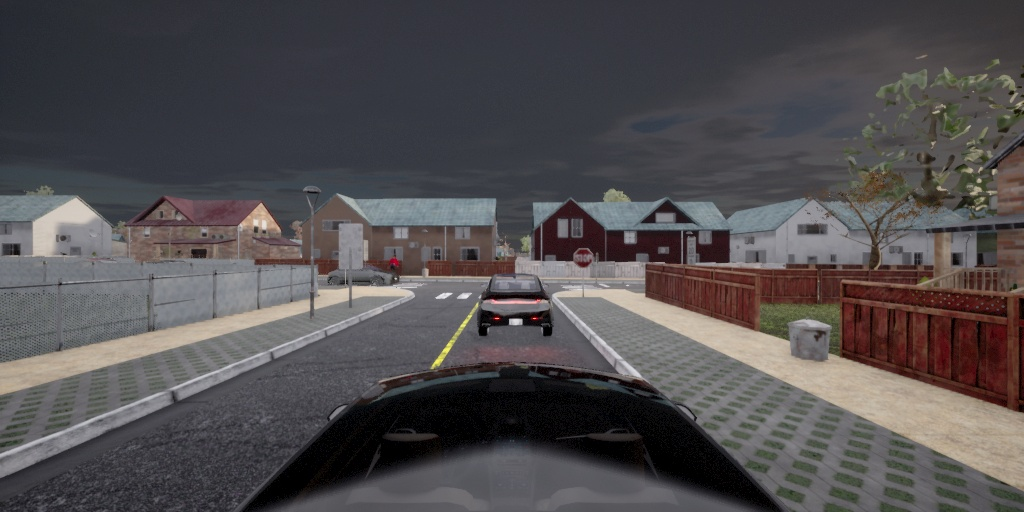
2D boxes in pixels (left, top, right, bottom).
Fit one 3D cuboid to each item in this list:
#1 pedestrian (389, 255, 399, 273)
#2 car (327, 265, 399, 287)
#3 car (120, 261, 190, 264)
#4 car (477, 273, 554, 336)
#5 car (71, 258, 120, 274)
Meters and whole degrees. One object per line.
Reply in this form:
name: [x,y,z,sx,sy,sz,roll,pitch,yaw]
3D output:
pedestrian: [-9.430,0.803,28.542,0.375,1.860,0.375,0,0,1]
car: [-9.327,1.235,22.684,4.181,1.385,1.994,1,0,2]
car: [-21.474,1.055,22.916,4.892,1.490,1.837,0,0,1]
car: [0.077,1.241,10.321,2.128,1.511,4.902,0,0,0]
car: [-30.568,0.927,26.052,5.008,1.535,1.882,1,0,1]
